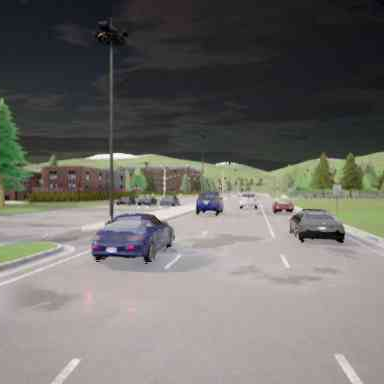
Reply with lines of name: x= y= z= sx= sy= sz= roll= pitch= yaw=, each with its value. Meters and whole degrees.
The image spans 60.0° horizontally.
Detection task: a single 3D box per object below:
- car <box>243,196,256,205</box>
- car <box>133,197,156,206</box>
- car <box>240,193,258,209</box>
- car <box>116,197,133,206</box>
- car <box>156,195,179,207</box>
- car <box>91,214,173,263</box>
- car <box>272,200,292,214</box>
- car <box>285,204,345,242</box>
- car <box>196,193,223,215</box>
car: x=9.696 y=1.387 z=56.065 sx=1.994 sy=1.385 sz=4.181 roll=0 pitch=0 yaw=11
car: x=-6.657 y=1.387 z=50.280 sx=2.033 sy=1.411 sz=5.357 roll=0 pitch=0 yaw=11
car: x=7.307 y=1.087 z=42.826 sx=2.150 sy=2.045 sz=5.566 roll=0 pitch=0 yaw=11
car: x=-10.061 y=1.405 z=51.109 sx=1.994 sy=1.385 sz=4.181 roll=0 pitch=0 yaw=11
car: x=-3.316 y=1.194 z=49.137 sx=2.097 sy=1.767 sz=4.553 roll=0 pitch=0 yaw=11
car: x=-1.938 y=1.488 z=11.800 sx=1.812 sy=1.442 sz=4.674 roll=0 pitch=0 yaw=9
car: x=9.184 y=1.493 z=33.862 sx=1.895 sy=1.301 sz=4.718 roll=0 pitch=0 yaw=11
car: x=5.908 y=1.513 z=16.109 sx=1.994 sy=1.385 sz=4.181 roll=0 pitch=0 yaw=10
car: x=1.755 y=1.117 z=32.226 sx=2.150 sy=2.045 sz=5.566 roll=0 pitch=0 yaw=10
